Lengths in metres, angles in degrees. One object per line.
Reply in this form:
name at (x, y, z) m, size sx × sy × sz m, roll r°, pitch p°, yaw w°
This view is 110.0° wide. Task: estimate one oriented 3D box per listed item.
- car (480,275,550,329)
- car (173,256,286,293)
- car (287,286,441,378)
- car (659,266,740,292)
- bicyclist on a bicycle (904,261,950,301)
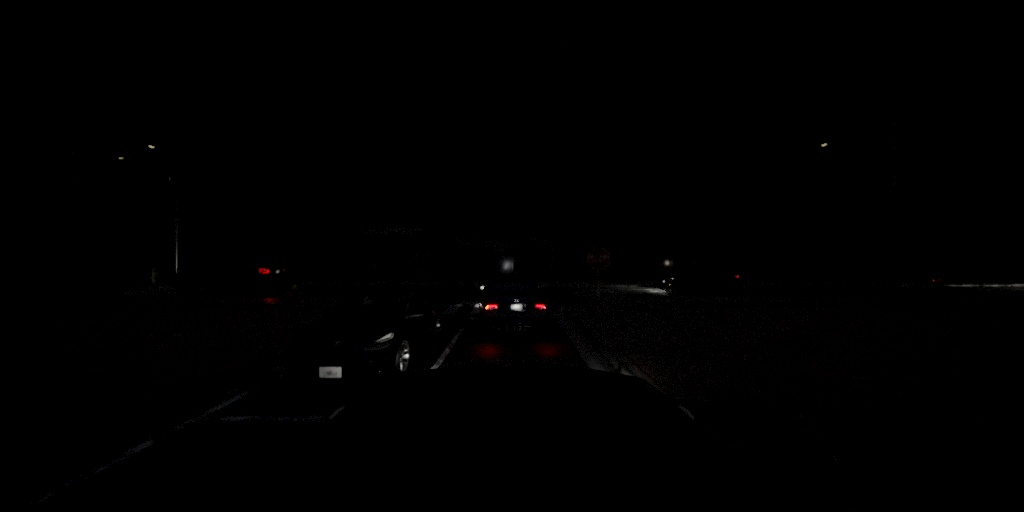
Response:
car at (-0.032, 1.302, 11.311) m, size 2.033 × 1.411 × 5.357 m, roll 0°, pitch 0°, yaw -3°
car at (-16.347, 1.011, 20.951) m, size 5.566 × 2.045 × 2.150 m, roll 0°, pitch 0°, yaw 0°
car at (-2.633, 1.318, 7.384) m, size 1.948 × 1.339 × 4.313 m, roll 0°, pitch 0°, yaw 0°
car at (10.861, 1.289, 20.917) m, size 4.181 × 1.385 × 1.994 m, roll 0°, pitch 0°, yaw 0°
bicyclist on a bicycle at (17.369, 1.029, 15.050) m, size 0.582 × 1.620 × 1.656 m, roll 0°, pitch 0°, yaw 0°
